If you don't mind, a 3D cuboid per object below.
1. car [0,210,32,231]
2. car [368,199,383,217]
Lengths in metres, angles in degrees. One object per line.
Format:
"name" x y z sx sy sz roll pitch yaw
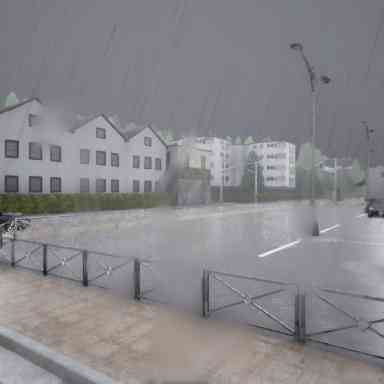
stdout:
"car" -10.452 1.333 16.523 1.812 1.442 4.674 0 0 36
"car" 15.454 1.298 26.789 2.007 1.523 4.514 0 0 35
